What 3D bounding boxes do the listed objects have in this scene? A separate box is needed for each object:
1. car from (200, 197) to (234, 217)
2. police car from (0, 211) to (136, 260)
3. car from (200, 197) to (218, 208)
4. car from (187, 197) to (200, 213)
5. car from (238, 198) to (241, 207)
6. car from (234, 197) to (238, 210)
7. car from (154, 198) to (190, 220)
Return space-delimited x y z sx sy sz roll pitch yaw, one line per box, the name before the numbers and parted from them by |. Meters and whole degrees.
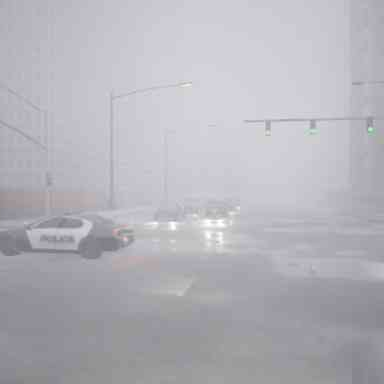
car | 2.420 1.491 31.289 2.128 1.511 4.902 0 0 11
police car | -4.682 1.509 12.173 4.974 1.542 2.038 0 0 11
car | 2.604 1.477 50.108 1.882 1.535 5.008 0 0 11
car | -0.091 1.352 36.637 2.097 1.767 4.553 0 0 11
car | 6.691 1.525 52.673 1.812 1.442 4.674 0 0 11
car | 4.219 1.505 40.326 1.837 1.490 4.892 0 0 11
car | -1.782 1.526 28.002 1.812 1.442 4.674 0 0 11
